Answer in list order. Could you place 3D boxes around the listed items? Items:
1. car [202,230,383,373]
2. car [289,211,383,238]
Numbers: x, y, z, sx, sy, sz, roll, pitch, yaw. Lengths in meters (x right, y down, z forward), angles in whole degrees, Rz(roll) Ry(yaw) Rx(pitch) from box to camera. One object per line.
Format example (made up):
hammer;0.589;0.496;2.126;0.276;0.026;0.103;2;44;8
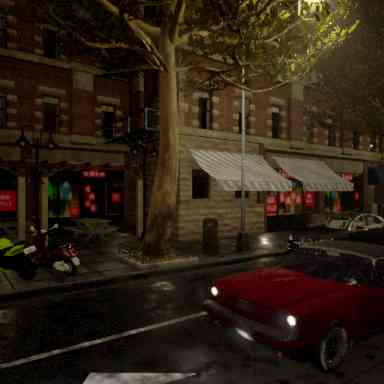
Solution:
car;2.509;1.600;5.743;4.718;1.301;1.895;0;0;-35
car;5.563;1.481;12.214;4.892;1.521;2.231;0;0;-35
